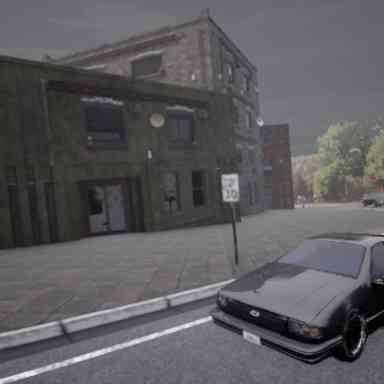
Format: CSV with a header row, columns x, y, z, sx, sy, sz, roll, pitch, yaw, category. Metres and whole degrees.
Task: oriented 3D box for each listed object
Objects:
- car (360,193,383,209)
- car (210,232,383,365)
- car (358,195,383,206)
x,y,z,sx,sy,sz,roll,pitch,yaw,category
24.494,1.134,44.107,2.150,2.045,5.566,-4,-2,8,car
2.831,1.496,6.073,5.357,1.411,2.033,-1,0,-39,car
28.715,1.349,52.897,1.882,1.535,5.008,-5,-2,-1,car
